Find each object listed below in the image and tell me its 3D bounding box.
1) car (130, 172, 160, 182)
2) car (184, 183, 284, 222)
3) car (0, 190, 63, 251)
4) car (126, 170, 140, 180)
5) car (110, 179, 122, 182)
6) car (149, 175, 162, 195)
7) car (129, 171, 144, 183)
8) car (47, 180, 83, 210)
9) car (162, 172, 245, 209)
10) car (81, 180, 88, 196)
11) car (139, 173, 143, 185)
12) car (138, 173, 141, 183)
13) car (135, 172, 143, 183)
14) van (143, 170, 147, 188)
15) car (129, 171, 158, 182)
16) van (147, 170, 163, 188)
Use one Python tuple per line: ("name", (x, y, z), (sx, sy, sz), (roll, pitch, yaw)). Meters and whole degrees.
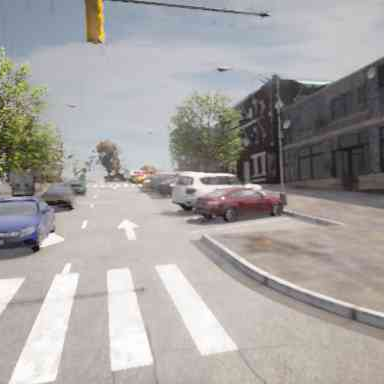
("car", (-7.987, -2.573, 56.516), (4.553, 1.767, 2.185), (-3, 4, -35))
("car", (2.241, 0.478, 15.551), (4.674, 1.452, 2.002), (-3, 5, -34))
("car", (-5.712, 0.937, 11.071), (1.812, 1.442, 4.674), (-2, 4, -14))
("car", (-7.212, -2.492, 53.564), (5.566, 2.045, 2.435), (-3, 5, -34))
("car", (-16.357, -2.171, 72.727), (1.812, 1.442, 4.674), (-2, -3, 7))
("car", (-0.638, -0.386, 27.258), (4.892, 1.521, 2.231), (-3, 5, -33))
("car", (-6.285, -2.048, 50.781), (5.366, 1.575, 1.946), (-3, 5, -34))
("car", (-8.254, 0.266, 20.927), (2.033, 1.411, 5.357), (-2, 4, -16))
("car", (1.537, -0.020, 18.475), (5.566, 2.045, 2.435), (-3, 5, -33))
("car", (-10.701, -0.396, 30.573), (1.994, 1.385, 4.181), (-2, 4, -14))
("car", (-2.629, -1.018, 36.156), (5.366, 1.575, 1.946), (-3, 5, -34))
("car", (-3.496, -1.174, 38.987), (4.674, 1.452, 2.002), (-3, 5, -34))
("car", (-4.233, -1.380, 41.918), (4.674, 1.452, 2.002), (-3, 5, -34))
("van", (-2.162, -1.021, 33.038), (4.442, 1.987, 1.878), (-3, 5, -33))
("car", (-8.706, -2.742, 59.449), (4.553, 1.767, 2.185), (-2, 2, -35))
("van", (-1.442, -0.814, 30.104), (4.442, 1.987, 1.878), (-3, 5, -33))
